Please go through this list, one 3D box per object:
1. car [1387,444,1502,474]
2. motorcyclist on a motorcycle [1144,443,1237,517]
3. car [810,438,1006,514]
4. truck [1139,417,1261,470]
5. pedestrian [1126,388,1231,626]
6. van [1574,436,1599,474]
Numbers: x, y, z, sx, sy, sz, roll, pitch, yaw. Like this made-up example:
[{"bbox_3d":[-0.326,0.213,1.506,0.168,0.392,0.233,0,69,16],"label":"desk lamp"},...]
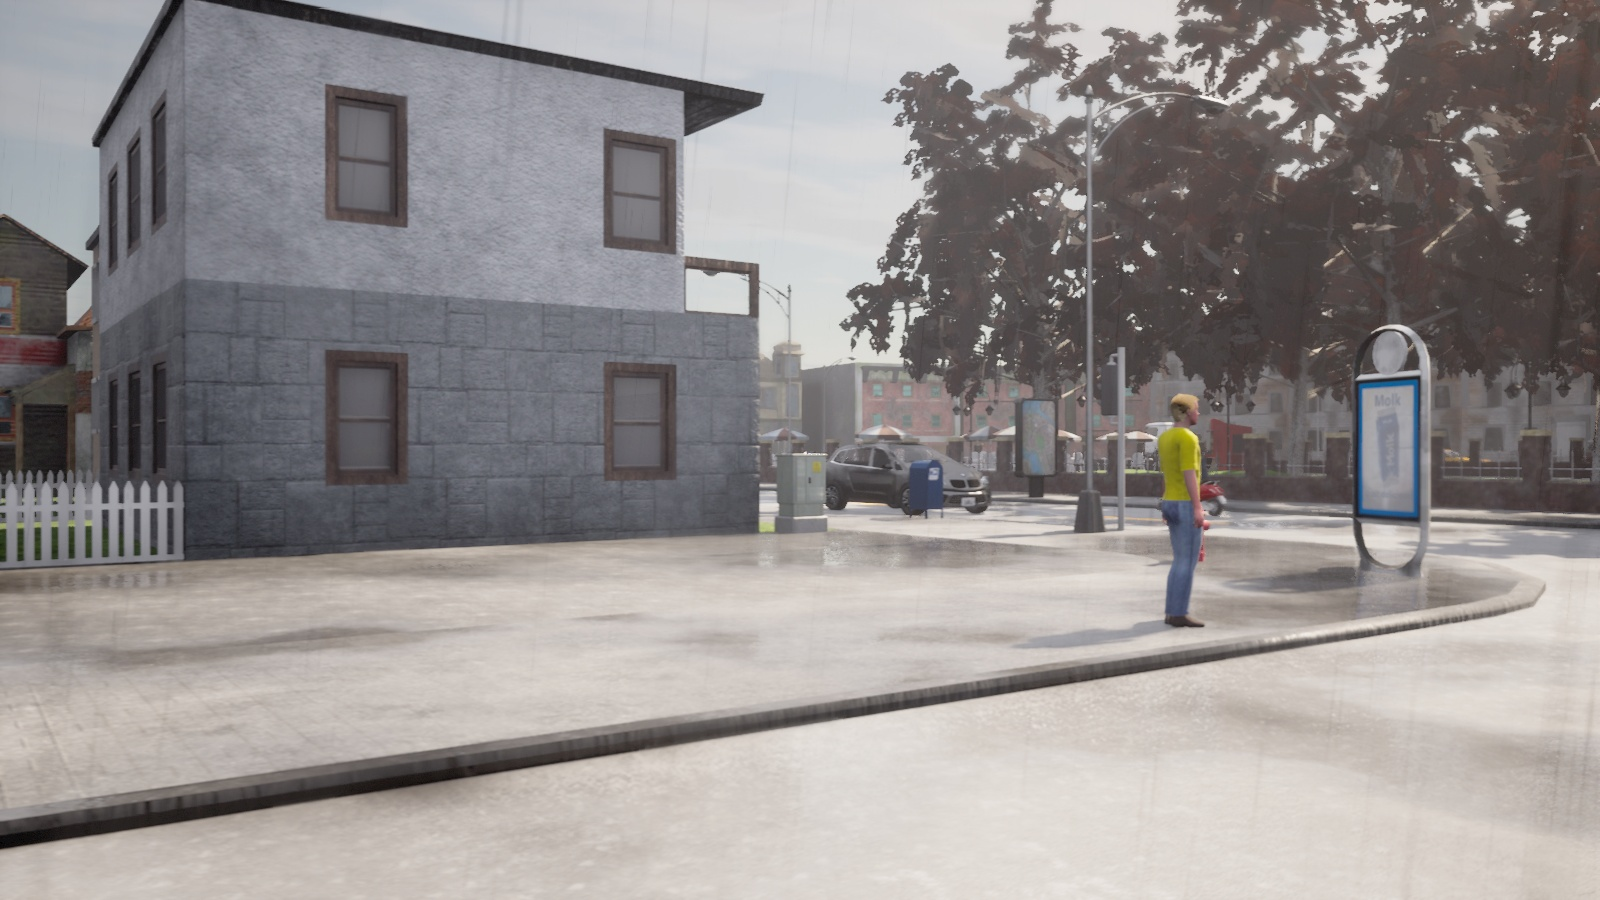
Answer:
[{"bbox_3d":[35.314,0.466,68.956,1.801,1.575,5.366,0,0,-35],"label":"car"},{"bbox_3d":[8.691,0.644,27.997,0.866,1.590,1.817,0,0,-35],"label":"motorcyclist on a motorcycle"},{"bbox_3d":[2.470,0.571,29.942,2.242,1.667,4.611,0,0,-34],"label":"car"},{"bbox_3d":[27.586,-0.412,86.972,2.891,3.462,7.936,0,0,-35],"label":"truck"},{"bbox_3d":[2.975,0.436,9.893,0.706,1.836,0.354,0,0,-5],"label":"pedestrian"},{"bbox_3d":[42.905,0.236,65.082,1.775,1.987,4.442,0,0,-35],"label":"van"}]
